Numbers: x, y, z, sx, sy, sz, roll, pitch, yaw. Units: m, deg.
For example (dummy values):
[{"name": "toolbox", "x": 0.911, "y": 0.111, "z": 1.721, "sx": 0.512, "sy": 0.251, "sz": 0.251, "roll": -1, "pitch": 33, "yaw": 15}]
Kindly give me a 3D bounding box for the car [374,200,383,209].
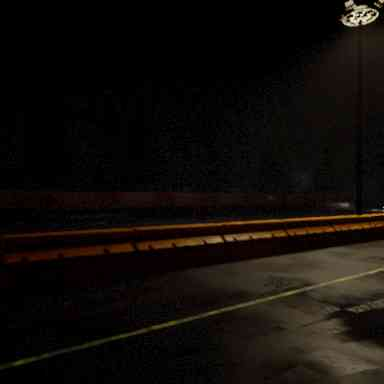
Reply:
[{"name": "car", "x": 32.688, "y": 2.142, "z": 56.969, "sx": 1.882, "sy": 1.535, "sz": 5.008, "roll": 0, "pitch": 0, "yaw": 44}]
